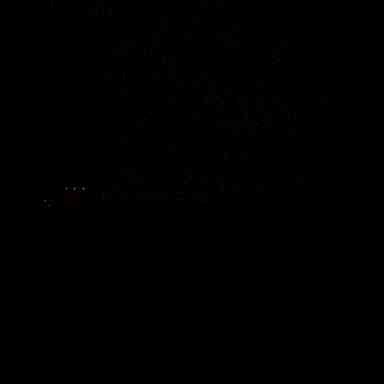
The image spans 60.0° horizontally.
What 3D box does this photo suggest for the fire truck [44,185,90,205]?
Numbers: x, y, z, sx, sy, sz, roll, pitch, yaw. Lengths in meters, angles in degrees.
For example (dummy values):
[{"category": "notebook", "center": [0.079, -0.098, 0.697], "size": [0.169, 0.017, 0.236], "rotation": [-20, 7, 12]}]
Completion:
[{"category": "fire truck", "center": [-24.293, 0.541, 65.240], "size": [2.891, 3.827, 8.468], "rotation": [1, 0, 35]}]
